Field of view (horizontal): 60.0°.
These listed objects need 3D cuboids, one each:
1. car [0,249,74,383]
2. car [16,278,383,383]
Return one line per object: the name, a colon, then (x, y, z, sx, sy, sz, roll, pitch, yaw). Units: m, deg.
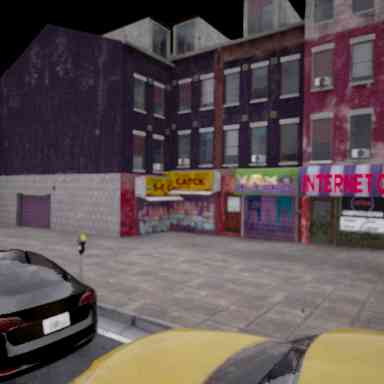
car: (-3.284, 1.584, 5.131, 4.313, 1.339, 1.947, 0, 1, 36)
car: (1.082, 1.526, 2.018, 4.829, 1.417, 1.752, 0, 1, 36)
